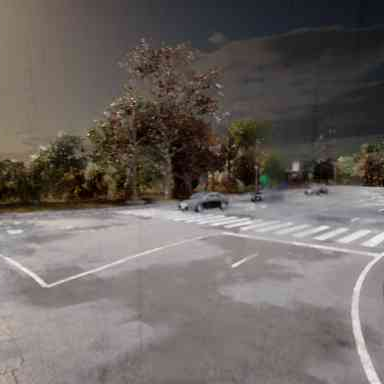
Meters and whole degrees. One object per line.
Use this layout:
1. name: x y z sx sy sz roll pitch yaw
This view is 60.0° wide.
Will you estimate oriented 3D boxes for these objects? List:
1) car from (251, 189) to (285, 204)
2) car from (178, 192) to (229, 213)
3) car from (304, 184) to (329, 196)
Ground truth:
1. car: 7.697 0.372 33.740 1.994 1.385 4.181 3 4 41
2. car: 0.966 0.750 26.153 2.128 1.511 4.902 3 4 42
3. car: 16.286 -0.314 43.386 2.128 1.511 4.902 3 4 42
